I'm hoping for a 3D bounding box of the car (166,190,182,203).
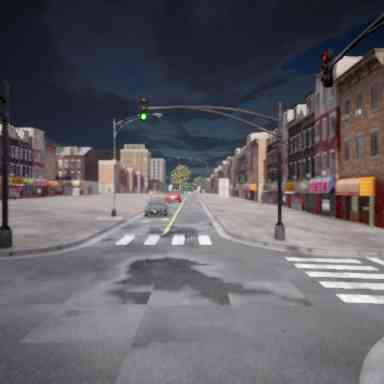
[{"bbox_3d":[-2.856,0.627,53.622,2.150,2.045,5.566,0,1,0],"label":"car"}]

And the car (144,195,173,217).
[{"bbox_3d":[-2.887,1.254,28.036,1.837,1.490,4.892,0,1,0],"label":"car"}]
